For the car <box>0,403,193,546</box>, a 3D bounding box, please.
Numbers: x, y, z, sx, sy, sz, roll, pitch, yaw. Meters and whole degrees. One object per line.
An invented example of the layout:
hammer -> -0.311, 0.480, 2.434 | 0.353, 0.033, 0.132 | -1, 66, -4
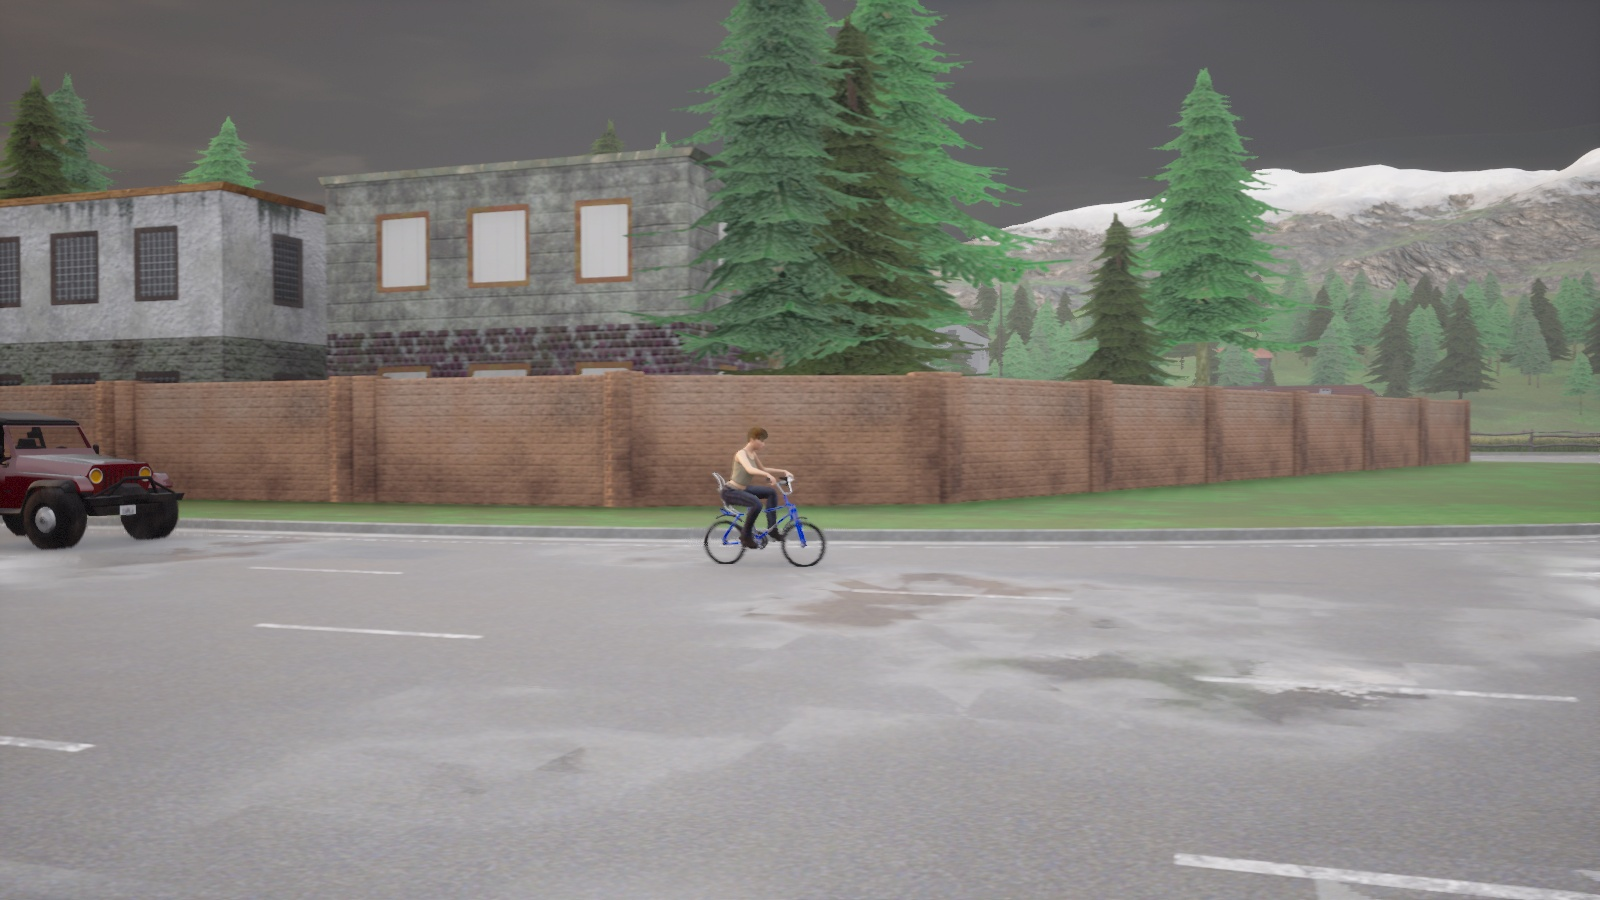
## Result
car -> -10.959, 0.294, 17.953 | 3.866, 1.878, 1.905 | 1, 1, 19

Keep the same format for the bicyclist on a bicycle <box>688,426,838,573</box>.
bicyclist on a bicycle -> -0.418, 0.531, 14.414 | 1.509, 1.612, 0.866 | 1, 1, 19
